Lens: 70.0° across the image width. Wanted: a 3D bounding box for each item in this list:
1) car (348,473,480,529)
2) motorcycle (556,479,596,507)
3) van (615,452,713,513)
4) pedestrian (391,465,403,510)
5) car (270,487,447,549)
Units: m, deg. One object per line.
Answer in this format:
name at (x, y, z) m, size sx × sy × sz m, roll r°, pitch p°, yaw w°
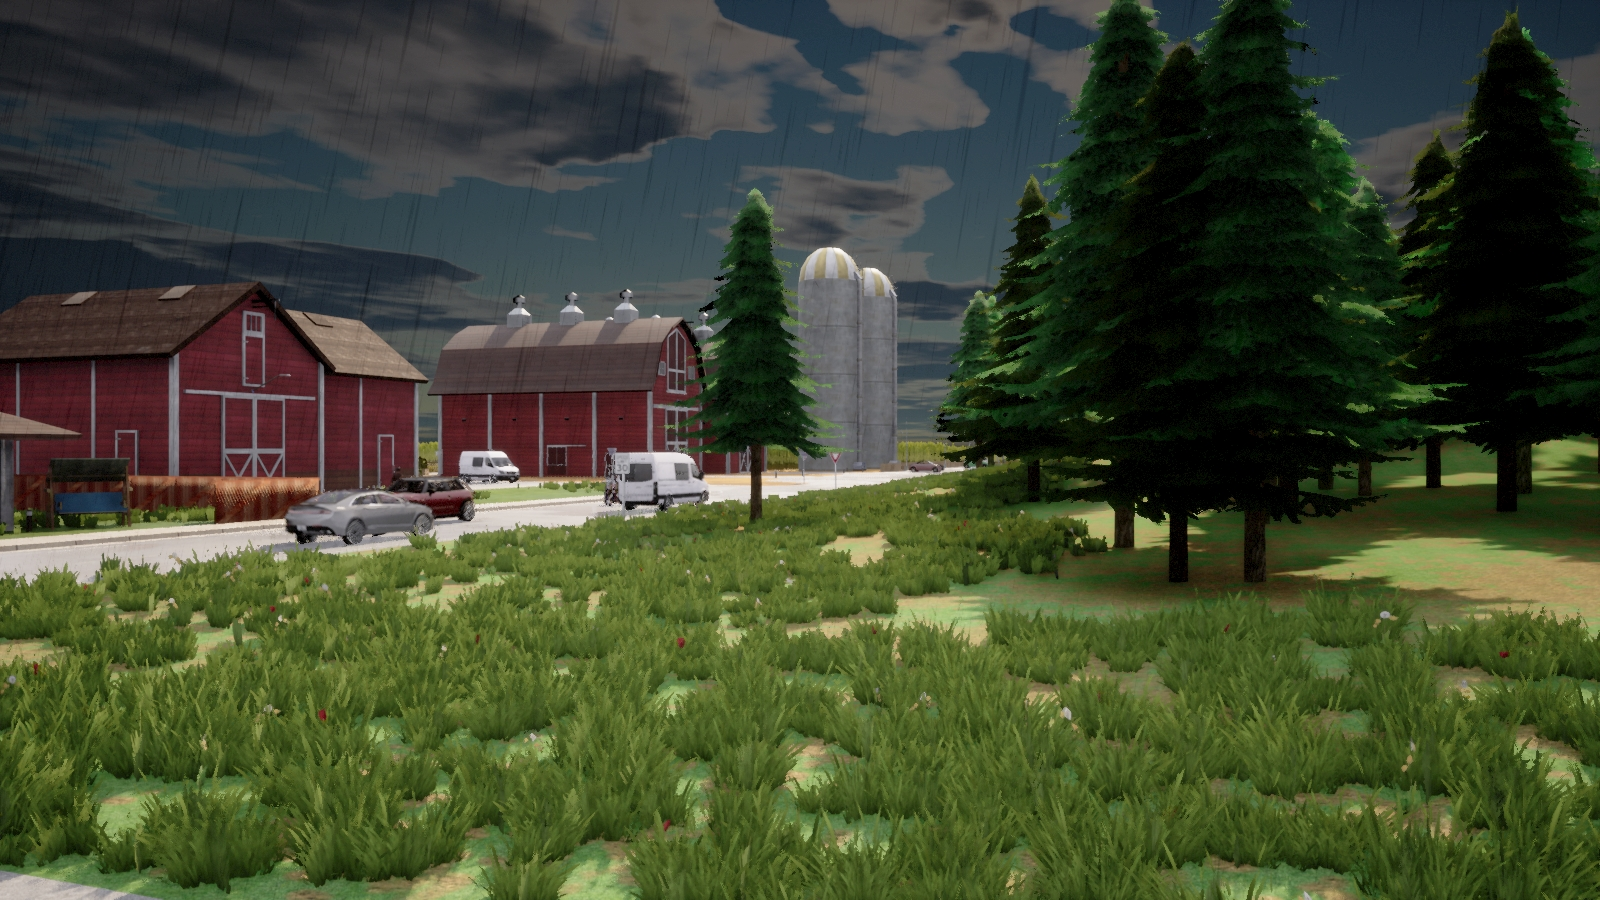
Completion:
car at (-13.715, 1.766, 40.905) m, size 2.097 × 1.767 × 4.553 m, roll 0°, pitch 0°, yaw 20°
motorcycle at (-10.822, 2.065, 55.270) m, size 0.867 × 1.251 × 2.209 m, roll 0°, pitch 0°, yaw 20°
van at (-6.051, 1.394, 51.730) m, size 1.988 × 2.561 × 5.915 m, roll 0°, pitch 0°, yaw 20°
pedestrian at (-16.882, 1.555, 47.831) m, size 0.375 × 1.860 × 0.375 m, roll 0°, pitch 0°, yaw 0°
car at (-12.729, 1.907, 33.361) m, size 2.128 × 1.511 × 4.902 m, roll 0°, pitch 0°, yaw 20°
